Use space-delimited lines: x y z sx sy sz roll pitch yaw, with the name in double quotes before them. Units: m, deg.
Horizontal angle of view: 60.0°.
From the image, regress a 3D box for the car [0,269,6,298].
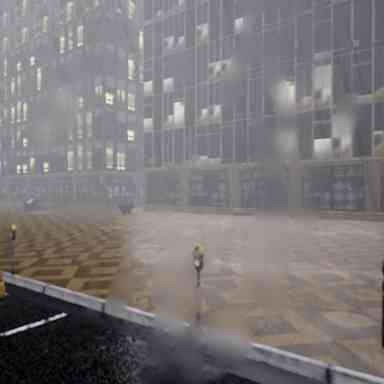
"car" -5.719 1.528 6.922 4.829 1.417 1.752 0 0 35
